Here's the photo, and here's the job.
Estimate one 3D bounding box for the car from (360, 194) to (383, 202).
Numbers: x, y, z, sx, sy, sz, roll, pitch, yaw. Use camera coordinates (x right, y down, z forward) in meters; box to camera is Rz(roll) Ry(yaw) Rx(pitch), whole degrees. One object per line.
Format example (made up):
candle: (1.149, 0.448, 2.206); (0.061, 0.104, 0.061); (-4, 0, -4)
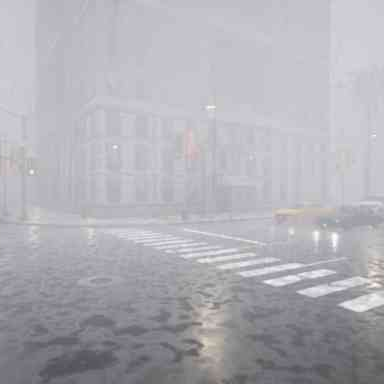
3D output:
car: (16.526, 1.214, 29.460); (5.566, 2.045, 2.150); (0, 0, -33)

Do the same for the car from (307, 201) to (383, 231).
car: (9.962, 1.542, 20.923); (5.357, 1.411, 2.033); (0, 0, -34)

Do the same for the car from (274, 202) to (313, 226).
car: (8.038, 1.472, 23.842); (5.008, 1.535, 1.882); (0, 0, -34)
